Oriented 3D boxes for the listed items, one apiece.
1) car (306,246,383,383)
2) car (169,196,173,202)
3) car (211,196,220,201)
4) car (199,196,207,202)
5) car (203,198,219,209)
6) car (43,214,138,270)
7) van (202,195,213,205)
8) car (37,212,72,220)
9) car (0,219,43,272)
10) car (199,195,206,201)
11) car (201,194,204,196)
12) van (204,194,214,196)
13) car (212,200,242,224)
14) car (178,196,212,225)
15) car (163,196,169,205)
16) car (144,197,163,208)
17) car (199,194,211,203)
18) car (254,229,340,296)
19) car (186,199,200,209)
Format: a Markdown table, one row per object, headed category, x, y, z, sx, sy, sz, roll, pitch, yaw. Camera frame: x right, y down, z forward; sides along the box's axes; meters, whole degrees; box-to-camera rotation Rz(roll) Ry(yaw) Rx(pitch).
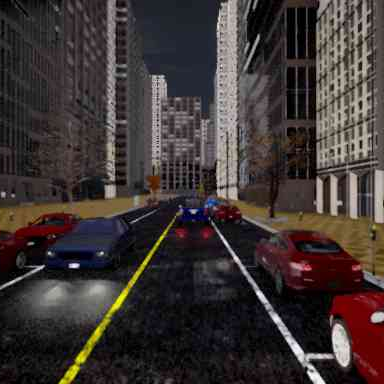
| category | x | y | z | sx | sy | sz | roll | pitch | yaw |
| --- | --- | --- | --- | --- | --- | --- | --- | --- | --- |
| car | 2.699 | 1.549 | 2.739 | 1.887 | 1.381 | 4.507 | 0 | 0 | 0 |
| car | -5.673 | 1.626 | 70.415 | 2.008 | 1.369 | 4.403 | 1 | 0 | 0 |
| car | 2.703 | 1.478 | 30.947 | 1.967 | 1.590 | 4.097 | 0 | 0 | 0 |
| car | 2.708 | 1.666 | 81.720 | 1.802 | 1.307 | 4.206 | 1 | 0 | 0 |
| car | 2.704 | 1.606 | 47.871 | 2.008 | 1.369 | 4.403 | 1 | 0 | 0 |
| car | -3.085 | 1.563 | 11.387 | 2.033 | 1.411 | 5.357 | 0 | 0 | 0 |
| van | 2.708 | 1.406 | 59.154 | 1.690 | 1.788 | 3.998 | 1 | 0 | 0 |
| car | -5.680 | 1.563 | 13.986 | 1.887 | 1.381 | 4.507 | 1 | 0 | 0 |
| car | -5.682 | 1.594 | 8.343 | 1.802 | 1.307 | 4.206 | 1 | 0 | 0 |
| car | 2.710 | 1.613 | 87.531 | 1.752 | 1.417 | 4.829 | 1 | 0 | 0 |
| car | 2.707 | 1.376 | 53.513 | 2.192 | 1.841 | 5.009 | 1 | 0 | 0 |
| van | 2.705 | 1.391 | 42.229 | 1.690 | 1.788 | 3.998 | 1 | 0 | 0 |
| car | 2.701 | 1.576 | 25.305 | 1.887 | 1.381 | 4.507 | 0 | 0 | 0 |
| car | 0.102 | 1.382 | 24.265 | 2.097 | 1.767 | 4.553 | 0 | 0 | 0 |
| car | -5.674 | 1.617 | 59.129 | 2.008 | 1.369 | 4.403 | 1 | 0 | 0 |
| car | -5.675 | 1.496 | 47.844 | 1.967 | 1.590 | 4.097 | 1 | 0 | 0 |
| car | 2.710 | 1.390 | 70.437 | 2.192 | 1.841 | 5.009 | 1 | 0 | 0 |
| car | 2.699 | 1.593 | 8.380 | 1.802 | 1.307 | 4.206 | 0 | 0 | 0 |
| car | 0.107 | 1.655 | 46.548 | 1.895 | 1.301 | 4.718 | 0 | 0 | 0 |
